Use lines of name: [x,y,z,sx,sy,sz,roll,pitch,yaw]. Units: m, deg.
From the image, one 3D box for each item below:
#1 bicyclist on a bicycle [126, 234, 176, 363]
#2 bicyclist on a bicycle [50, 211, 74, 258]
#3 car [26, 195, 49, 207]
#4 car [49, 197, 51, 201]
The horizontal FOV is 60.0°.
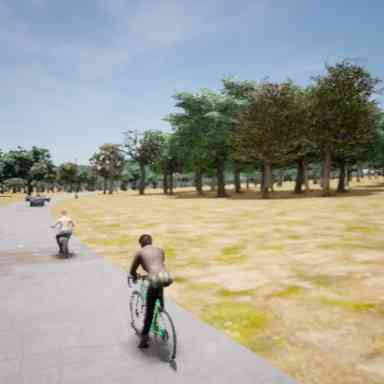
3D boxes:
bicyclist on a bicycle: [-0.616,1.452,4.851,0.582,1.620,1.656,0,0,-30]
bicyclist on a bicycle: [-4.564,1.461,11.847,0.866,1.612,1.509,-1,0,-29]
car: [-24.033,1.428,51.873,2.128,1.511,4.902,0,1,-21]
car: [-29.985,1.374,67.821,1.895,1.301,4.718,0,1,-18]
